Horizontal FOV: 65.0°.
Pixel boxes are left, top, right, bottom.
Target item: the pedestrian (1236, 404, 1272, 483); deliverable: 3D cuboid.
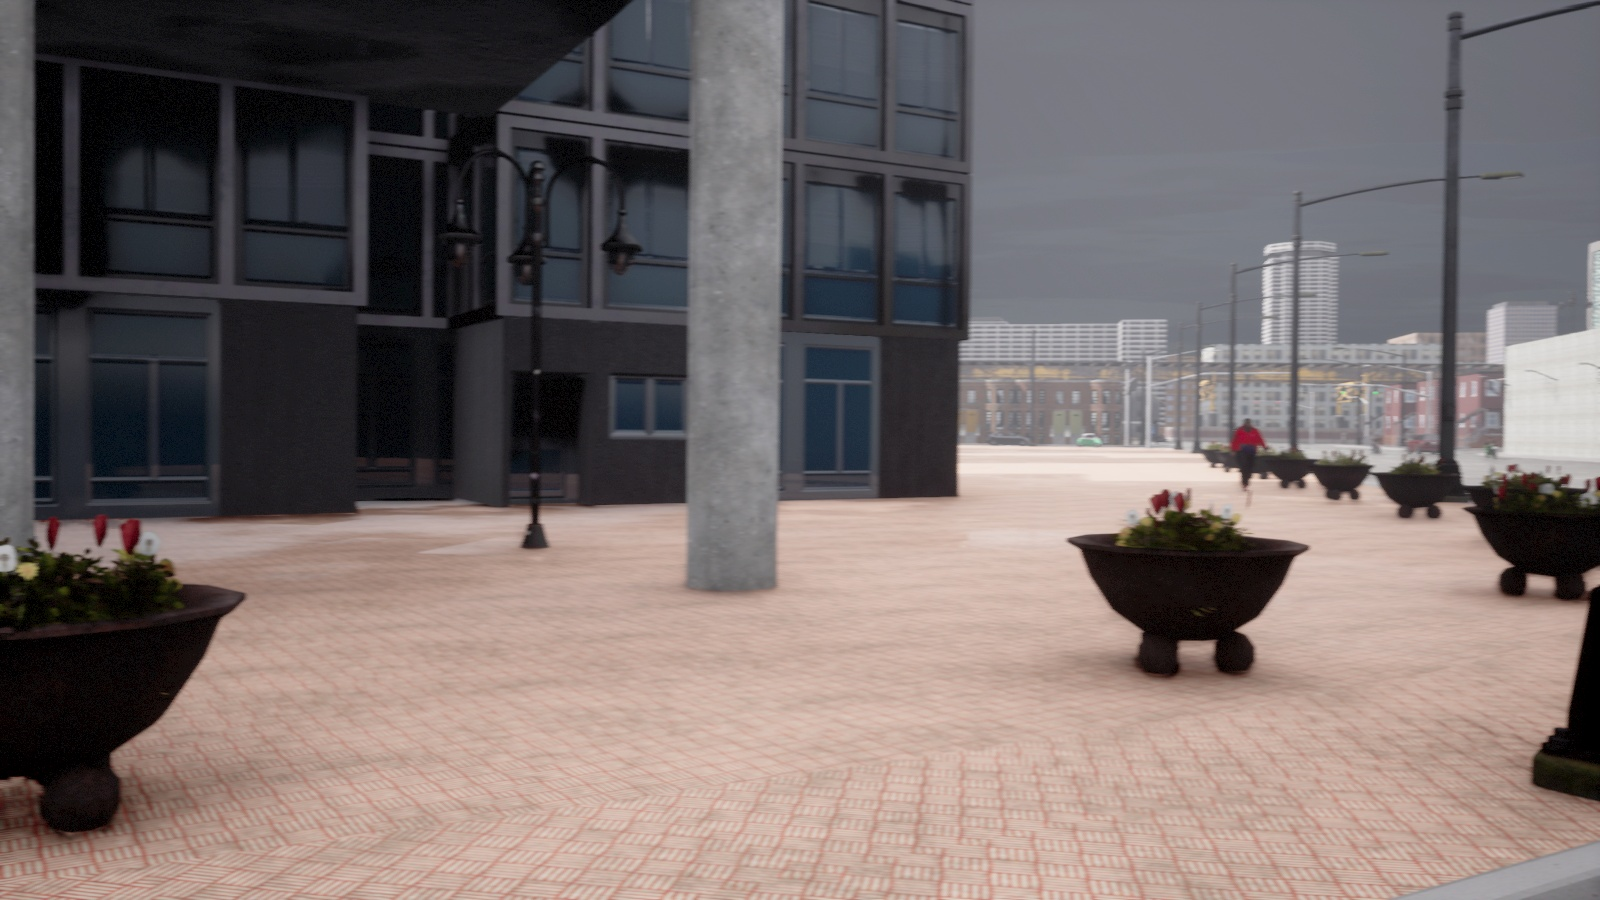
[{"bbox_3d":[10.842,-0.156,30.015,0.634,1.844,0.899,0,1,8],"label":"pedestrian"}]
